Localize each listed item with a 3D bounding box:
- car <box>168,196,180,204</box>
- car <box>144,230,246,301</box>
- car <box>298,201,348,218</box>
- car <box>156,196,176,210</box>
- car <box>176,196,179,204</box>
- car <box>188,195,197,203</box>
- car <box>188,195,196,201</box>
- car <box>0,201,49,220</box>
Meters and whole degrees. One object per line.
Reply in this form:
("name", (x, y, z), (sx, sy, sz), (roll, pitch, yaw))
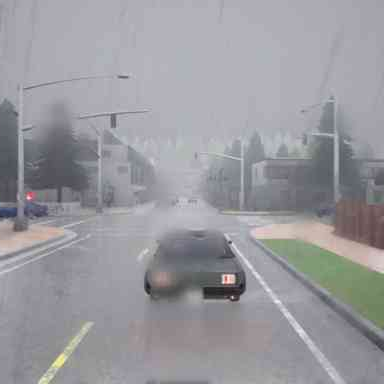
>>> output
("car", (-3.545, 1.564, 65.192), (1.994, 1.385, 4.181), (0, 0, 1))
("car", (0.068, 1.601, 8.245), (1.895, 1.301, 4.718), (0, 0, 0))
("car", (12.135, 1.528, 28.934), (5.357, 1.411, 2.033), (0, 0, -5))
("car", (-3.595, 1.477, 44.121), (1.882, 1.535, 5.008), (0, 0, 0))
("car", (-3.590, 1.505, 54.082), (1.837, 1.490, 4.892), (0, 0, 0))
("car", (0.092, 1.601, 69.453), (1.895, 1.301, 4.718), (0, 0, 0))
("car", (-0.001, 1.478, 81.512), (1.882, 1.535, 5.008), (0, 0, 0))
("car", (-14.374, 1.493, 27.251), (5.008, 1.535, 1.882), (0, 0, -2))
